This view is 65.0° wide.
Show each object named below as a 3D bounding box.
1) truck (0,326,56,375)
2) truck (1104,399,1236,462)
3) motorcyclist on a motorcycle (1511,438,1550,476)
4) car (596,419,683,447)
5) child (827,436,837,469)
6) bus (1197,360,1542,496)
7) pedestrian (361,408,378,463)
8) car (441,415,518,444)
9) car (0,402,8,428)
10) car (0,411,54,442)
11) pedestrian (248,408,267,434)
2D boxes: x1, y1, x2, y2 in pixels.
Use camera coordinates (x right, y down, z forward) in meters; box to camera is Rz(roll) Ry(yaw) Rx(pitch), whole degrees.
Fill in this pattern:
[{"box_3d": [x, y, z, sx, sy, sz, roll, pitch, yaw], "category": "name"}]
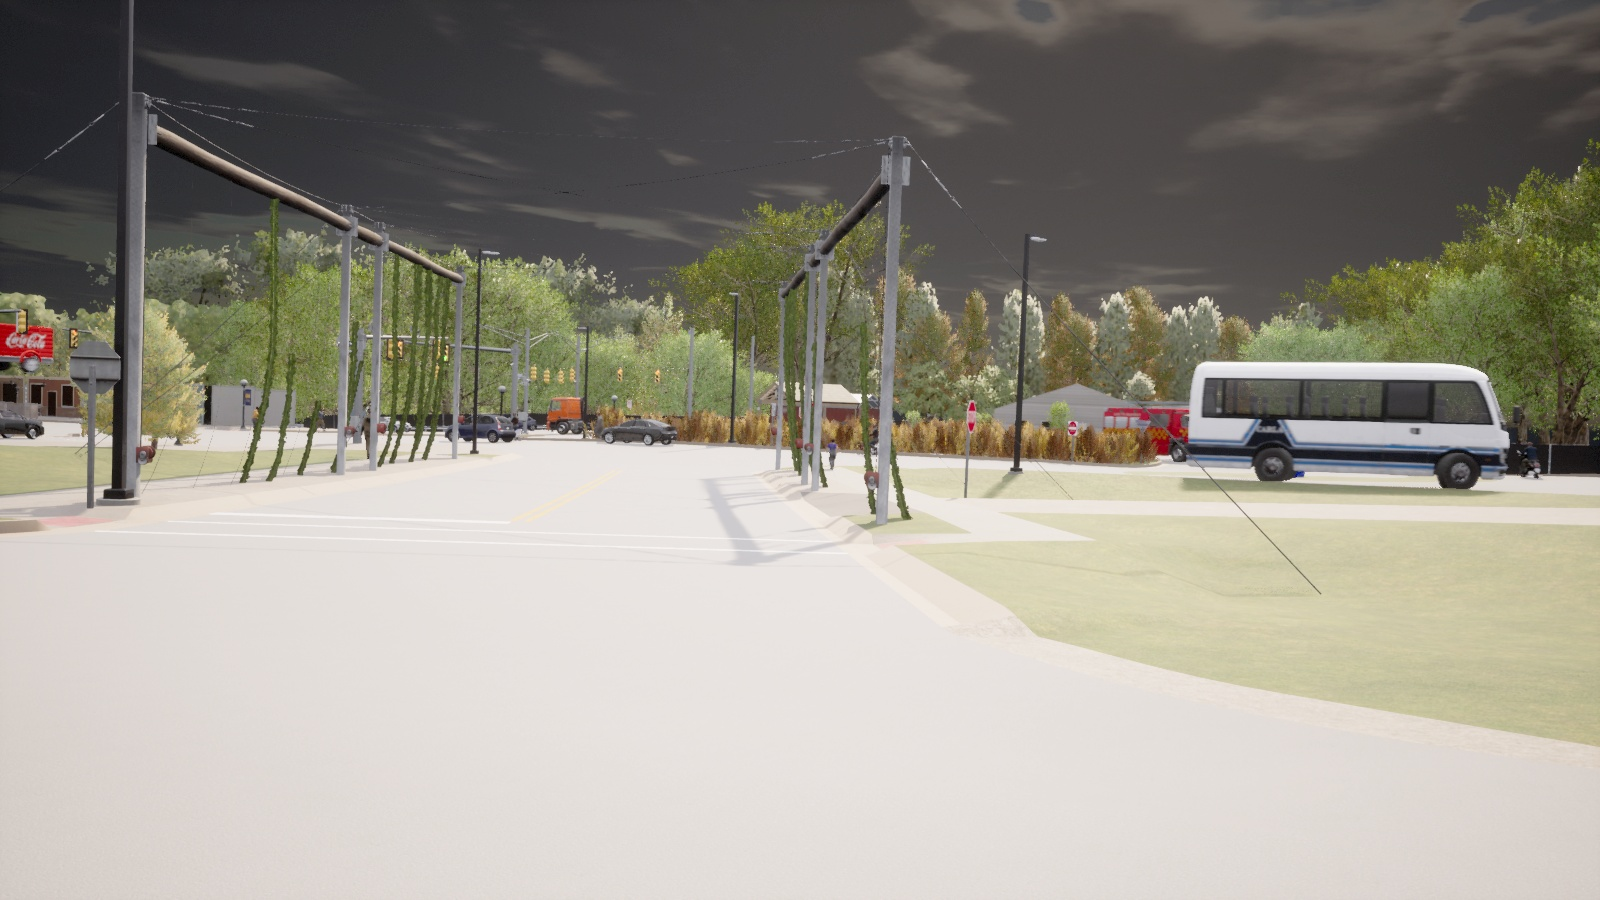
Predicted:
[{"box_3d": [-43.541, -5.457, 67.822, 2.627, 2.467, 5.204, 5, 3, 21], "category": "truck"}, {"box_3d": [23.829, -1.316, 81.429, 2.891, 3.827, 8.468, 0, 2, -30], "category": "truck"}, {"box_3d": [31.653, 0.308, 54.444, 0.866, 1.590, 1.817, -1, 1, 9], "category": "motorcyclist on a motorcycle"}, {"box_3d": [-9.360, -1.018, 72.965, 4.892, 1.490, 1.837, 2, 3, 31], "category": "car"}, {"box_3d": [1.239, 0.091, 48.455, 0.270, 1.263, 0.437, 2, 2, -9], "category": "child"}, {"box_3d": [19.348, -0.951, 43.270, 10.273, 4.253, 3.944, 2, 4, 26], "category": "bus"}, {"box_3d": [-15.332, -0.537, 44.753, 0.396, 1.930, 0.692, 2, 2, -6], "category": "pedestrian"}, {"box_3d": [-18.538, -1.214, 72.724, 3.988, 1.617, 1.851, 1, 2, 20], "category": "car"}, {"box_3d": [-53.707, -2.291, 80.738, 5.027, 1.651, 2.152, 2, 2, 21], "category": "car"}, {"box_3d": [-39.774, -1.178, 61.963, 2.128, 1.511, 4.902, 2, 1, 16], "category": "car"}, {"box_3d": [-39.369, -2.129, 91.102, 0.900, 1.855, 0.874, 3, 3, 26], "category": "pedestrian"}]
